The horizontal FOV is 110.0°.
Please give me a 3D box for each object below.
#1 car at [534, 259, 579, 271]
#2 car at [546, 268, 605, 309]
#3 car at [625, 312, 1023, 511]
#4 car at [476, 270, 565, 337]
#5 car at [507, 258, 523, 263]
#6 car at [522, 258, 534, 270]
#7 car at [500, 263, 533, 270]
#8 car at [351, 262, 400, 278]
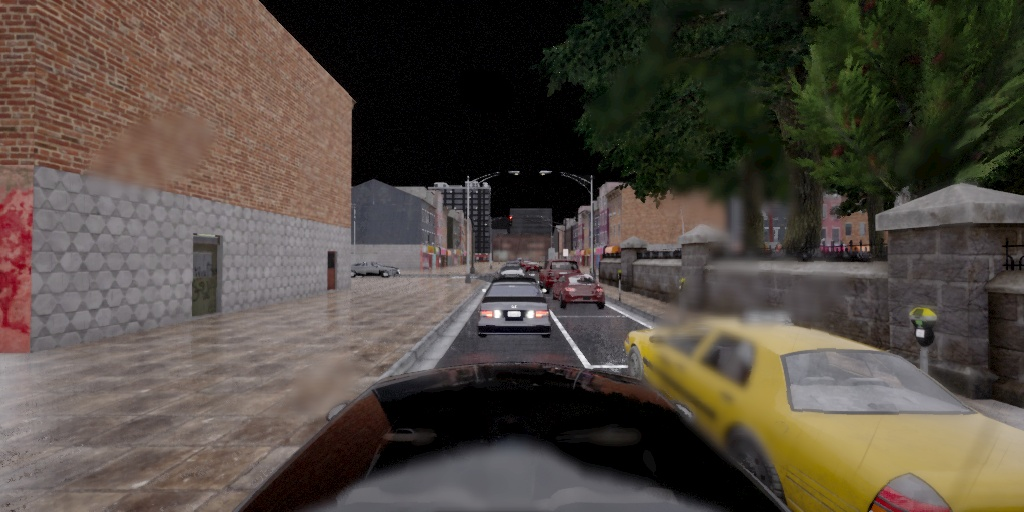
[{"bbox_3d":[2.630,1.076,20.183,2.192,1.841,5.009,0,0,0],"label":"car"},{"bbox_3d":[2.633,1.338,14.734,1.802,1.307,4.207,0,0,0],"label":"car"},{"bbox_3d":[2.639,1.276,4.005,1.751,1.417,4.829,0,0,0],"label":"car"},{"bbox_3d":[0.063,1.300,10.252,2.033,1.411,5.357,0,0,0],"label":"car"},{"bbox_3d":[0.057,1.314,51.280,2.128,1.511,4.902,0,0,0],"label":"car"},{"bbox_3d":[2.614,1.356,46.612,1.888,1.381,4.507,0,0,0],"label":"car"},{"bbox_3d":[0.015,1.287,19.963,1.812,1.442,4.674,0,0,1],"label":"car"},{"bbox_3d":[-12.411,1.234,31.744,4.902,1.511,2.128,0,-1,0],"label":"car"}]
